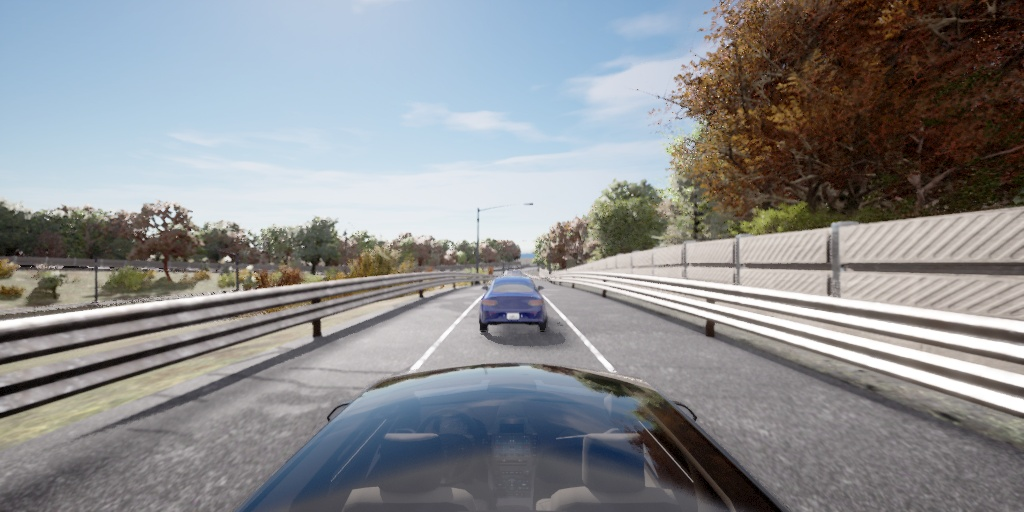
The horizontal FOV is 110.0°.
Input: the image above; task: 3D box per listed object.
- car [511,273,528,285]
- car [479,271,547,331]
[{"bbox_3d":[1.035,3.125,49.124,2.128,1.511,4.902,0,-3,3],"label":"car"},{"bbox_3d":[0.025,1.351,11.106,1.812,1.442,4.674,0,-1,0],"label":"car"}]
